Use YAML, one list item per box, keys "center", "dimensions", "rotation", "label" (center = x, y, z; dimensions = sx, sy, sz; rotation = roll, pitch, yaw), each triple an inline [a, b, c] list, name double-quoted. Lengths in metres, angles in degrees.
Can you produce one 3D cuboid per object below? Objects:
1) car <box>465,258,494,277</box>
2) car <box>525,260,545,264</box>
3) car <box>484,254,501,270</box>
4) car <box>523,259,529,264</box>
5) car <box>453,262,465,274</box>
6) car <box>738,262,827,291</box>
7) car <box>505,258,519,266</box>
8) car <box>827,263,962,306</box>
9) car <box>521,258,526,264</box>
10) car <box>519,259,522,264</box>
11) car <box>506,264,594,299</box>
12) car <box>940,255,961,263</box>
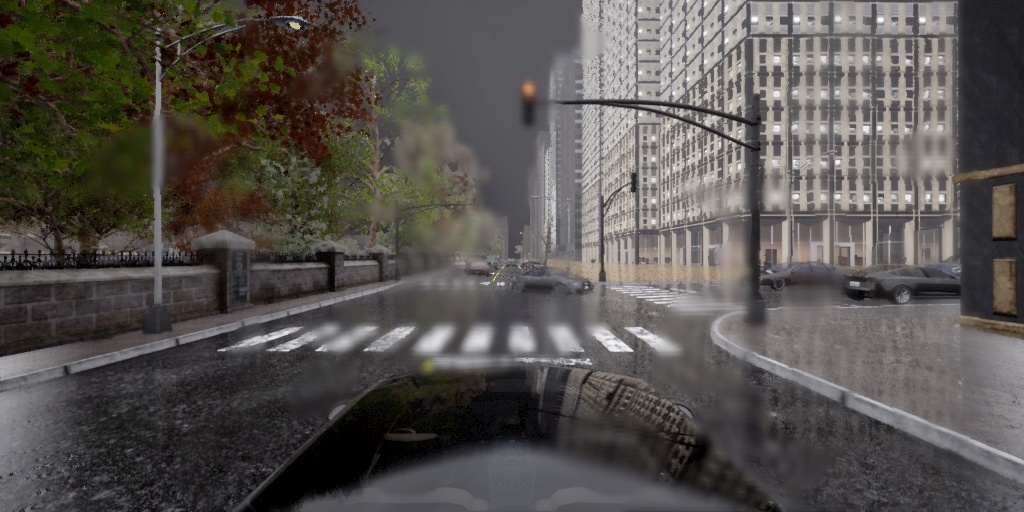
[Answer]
- center: [-3.162, 1.242, 35.592]
  dimensions: [1.882, 1.535, 5.008]
  rotation: [0, 0, 0]
  label: "car"
- center: [2.625, 1.330, 35.720]
  dimensions: [1.948, 1.339, 4.313]
  rotation: [0, 0, 0]
  label: "car"
- center: [-3.185, 0.997, 52.533]
  dimensions: [2.150, 2.045, 5.566]
  rotation: [0, 0, 0]
  label: "car"
- center: [2.615, 1.334, 41.353]
  dimensions: [1.948, 1.339, 4.313]
  rotation: [0, 0, 0]
  label: "car"
- center: [-5.766, 1.350, 41.337]
  dimensions: [1.802, 1.307, 4.207]
  rotation: [0, 0, 0]
  label: "car"
- center: [15.107, 1.025, 18.958]
  dimensions: [5.357, 1.411, 2.033]
  rotation: [-1, 0, 0]
  label: "car"
- center: [-0.116, 1.294, 62.551]
  dimensions: [1.837, 1.490, 4.892]
  rotation: [0, 0, 0]
  label: "car"
- center: [14.663, 1.026, 13.160]
  dimensions: [4.313, 1.339, 1.948]
  rotation: [0, 0, 0]
  label: "car"
- center: [2.604, 1.338, 46.985]
  dimensions: [1.948, 1.339, 4.313]
  rotation: [0, 0, 0]
  label: "car"
- center: [2.573, 1.336, 63.883]
  dimensions: [1.888, 1.381, 4.507]
  rotation: [0, 0, 0]
  label: "car"
- center: [1.981, 1.312, 18.234]
  dimensions: [4.181, 1.385, 1.994]
  rotation: [0, 0, 40]
  label: "car"
- center: [24.505, 0.669, 19.025]
  dimensions: [4.553, 1.767, 2.097]
  rotation: [-1, 0, 0]
  label: "car"
